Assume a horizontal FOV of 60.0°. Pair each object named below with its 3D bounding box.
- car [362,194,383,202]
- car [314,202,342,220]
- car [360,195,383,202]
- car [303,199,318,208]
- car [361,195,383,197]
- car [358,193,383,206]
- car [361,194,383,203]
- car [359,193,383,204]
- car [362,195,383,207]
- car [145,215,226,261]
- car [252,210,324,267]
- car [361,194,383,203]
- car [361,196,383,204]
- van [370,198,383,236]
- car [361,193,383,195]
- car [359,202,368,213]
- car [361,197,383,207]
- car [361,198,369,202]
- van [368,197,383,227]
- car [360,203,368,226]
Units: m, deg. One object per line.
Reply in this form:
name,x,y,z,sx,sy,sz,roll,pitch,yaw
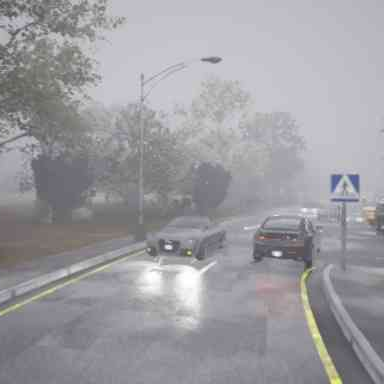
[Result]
car,43.601,1.461,79.929,4.553,1.767,2.185,1,1,7
car,12.786,1.805,30.674,1.895,1.301,4.718,1,1,27
car,44.920,1.584,82.628,5.008,1.535,2.097,1,0,7
car,17.591,1.673,49.184,1.895,1.301,4.718,1,1,27
car,27.222,1.690,47.821,4.792,1.488,2.163,1,1,7
car,32.670,1.371,58.508,5.566,2.045,2.435,2,1,7
car,40.821,1.464,74.593,4.553,1.767,2.185,1,0,7
car,36.745,1.351,66.551,5.566,2.045,2.435,1,1,7
car,30.001,1.516,53.163,4.553,1.767,2.185,1,1,7
car,-0.072,1.601,12.588,1.994,1.385,4.181,1,0,20
car,3.532,1.594,12.029,1.837,1.490,4.892,0,0,25
car,39.462,1.467,71.917,4.553,1.767,2.185,1,0,7
car,38.100,1.627,69.228,4.792,1.488,2.163,1,1,7
van,11.258,1.476,15.601,4.442,1.987,1.878,2,0,6
car,28.642,1.526,50.486,4.553,1.767,2.185,1,1,7
car,15.299,1.770,23.658,5.366,1.575,1.946,1,0,7
car,31.323,1.671,55.852,4.674,1.452,2.002,1,1,7
car,18.962,1.731,31.761,5.366,1.575,1.946,1,1,7
van,12.585,1.502,18.292,4.442,1.987,1.878,2,0,6
car,13.791,1.751,20.982,5.008,1.535,2.097,1,1,6
